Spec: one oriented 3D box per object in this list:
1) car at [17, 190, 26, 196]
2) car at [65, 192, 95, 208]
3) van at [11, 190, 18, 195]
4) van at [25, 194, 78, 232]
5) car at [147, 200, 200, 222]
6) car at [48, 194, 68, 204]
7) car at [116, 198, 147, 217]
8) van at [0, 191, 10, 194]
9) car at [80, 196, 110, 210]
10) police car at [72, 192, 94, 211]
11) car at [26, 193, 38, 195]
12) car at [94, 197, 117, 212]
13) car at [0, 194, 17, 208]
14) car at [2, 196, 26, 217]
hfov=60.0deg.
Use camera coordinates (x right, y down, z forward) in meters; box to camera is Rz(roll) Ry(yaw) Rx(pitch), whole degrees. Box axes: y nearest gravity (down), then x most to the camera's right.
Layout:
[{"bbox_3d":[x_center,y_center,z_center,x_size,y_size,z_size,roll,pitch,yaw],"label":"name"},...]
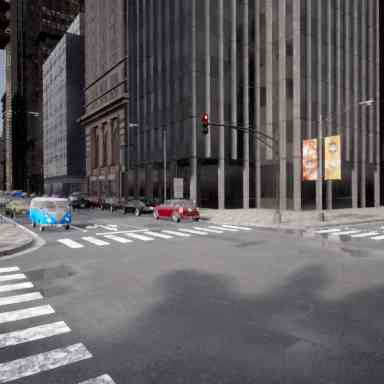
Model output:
[{"bbox_3d":[-37.209,0.786,74.457,1.802,1.307,4.206,0,1,-36],"label":"car"},{"bbox_3d":[-14.321,0.910,42.419,2.192,1.841,5.009,0,1,-36],"label":"car"},{"bbox_3d":[-43.745,0.427,83.608,1.690,1.788,3.998,0,1,-36],"label":"van"},{"bbox_3d":[-8.181,1.217,19.157,1.690,1.788,3.998,0,0,-36],"label":"van"},{"bbox_3d":[-1.245,1.248,24.113,1.967,1.590,4.097,0,1,-36],"label":"car"},{"bbox_3d":[-20.861,1.030,51.574,1.887,1.381,4.507,0,1,-36],"label":"car"},{"bbox_3d":[-4.515,1.321,28.690,1.947,1.339,4.313,0,1,-36],"label":"car"},{"bbox_3d":[-24.527,0.949,42.039,1.690,1.788,3.998,0,0,-36],"label":"van"},{"bbox_3d":[-11.054,1.193,37.844,1.887,1.381,4.507,0,1,-36],"label":"car"},{"bbox_3d":[-12.336,1.110,35.036,1.930,1.638,5.238,-1,1,-36],"label":"police car"},{"bbox_3d":[-30.670,0.884,65.303,1.947,1.339,4.313,0,1,-36],"label":"car"},{"bbox_3d":[-7.784,1.253,33.267,2.008,1.369,4.403,0,1,-36],"label":"car"},{"bbox_3d":[-21.260,1.244,37.464,1.802,1.307,4.206,0,0,-36],"label":"car"},{"bbox_3d":[-14.622,1.296,28.172,1.752,1.417,4.829,0,0,-36],"label":"car"}]
